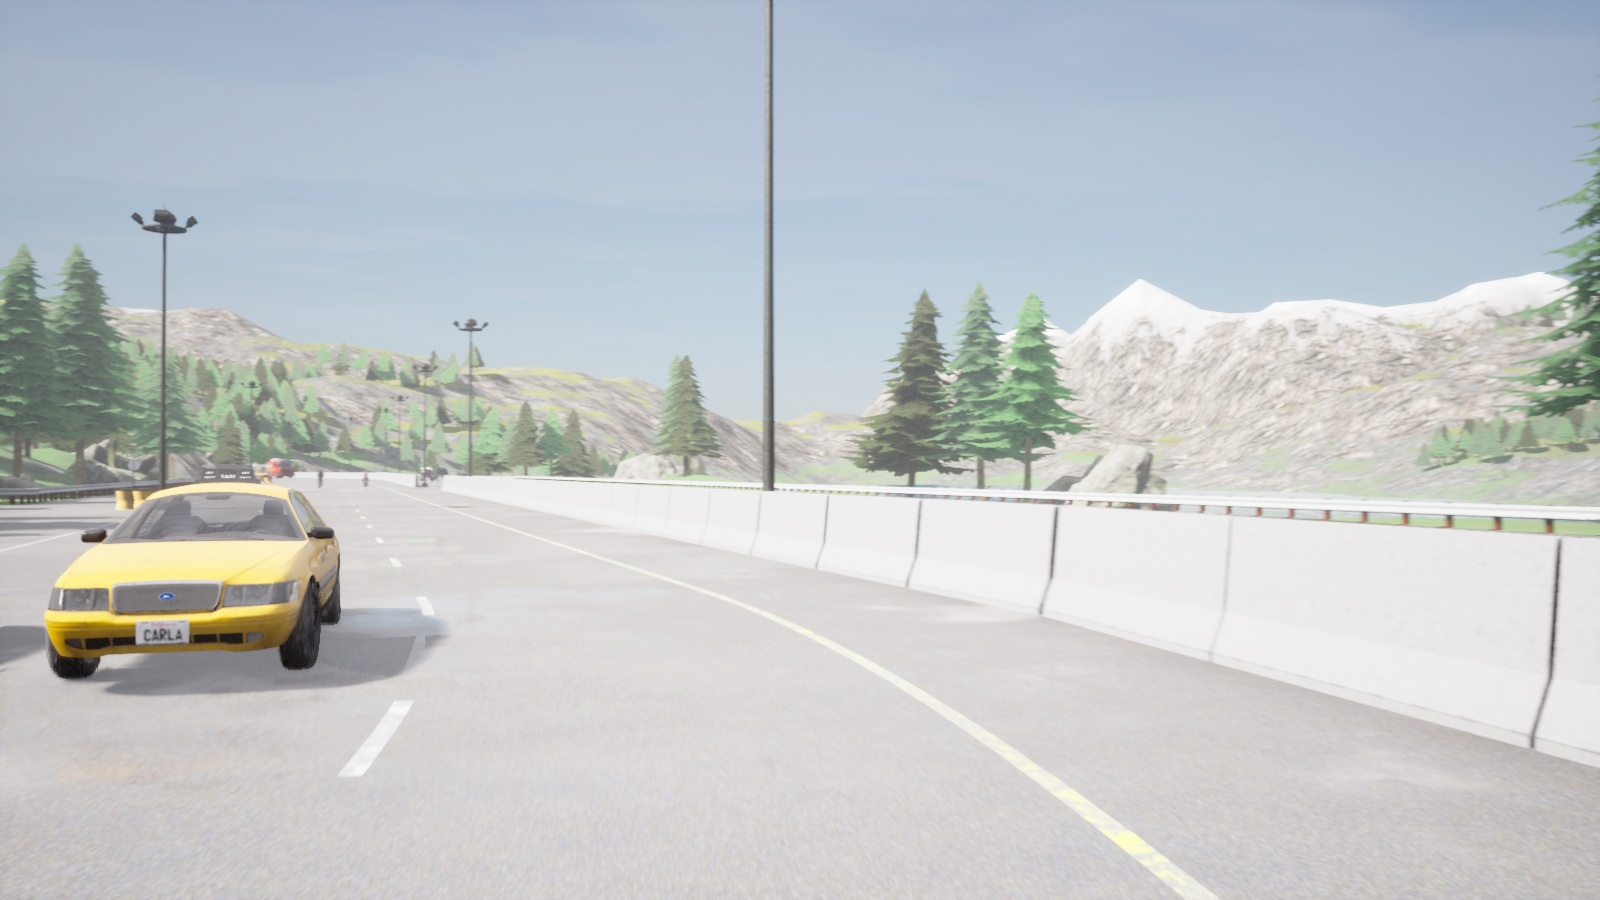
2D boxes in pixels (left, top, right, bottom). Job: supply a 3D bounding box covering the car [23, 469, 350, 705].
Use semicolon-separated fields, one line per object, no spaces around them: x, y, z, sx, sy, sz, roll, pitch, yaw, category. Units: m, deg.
-5.170;0.978;11.331;1.801;1.575;5.366;0;-1;-17;car
